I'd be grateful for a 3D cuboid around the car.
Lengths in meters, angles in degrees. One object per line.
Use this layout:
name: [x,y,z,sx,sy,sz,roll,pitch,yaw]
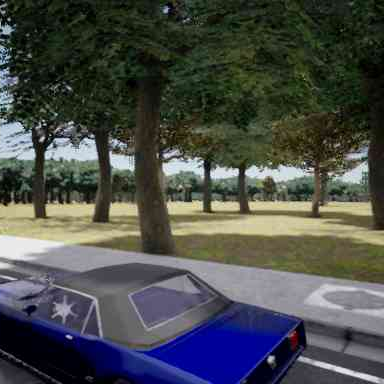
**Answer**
car: [-1.138,1.642,4.375,4.718,1.301,1.895,-1,-1,36]
